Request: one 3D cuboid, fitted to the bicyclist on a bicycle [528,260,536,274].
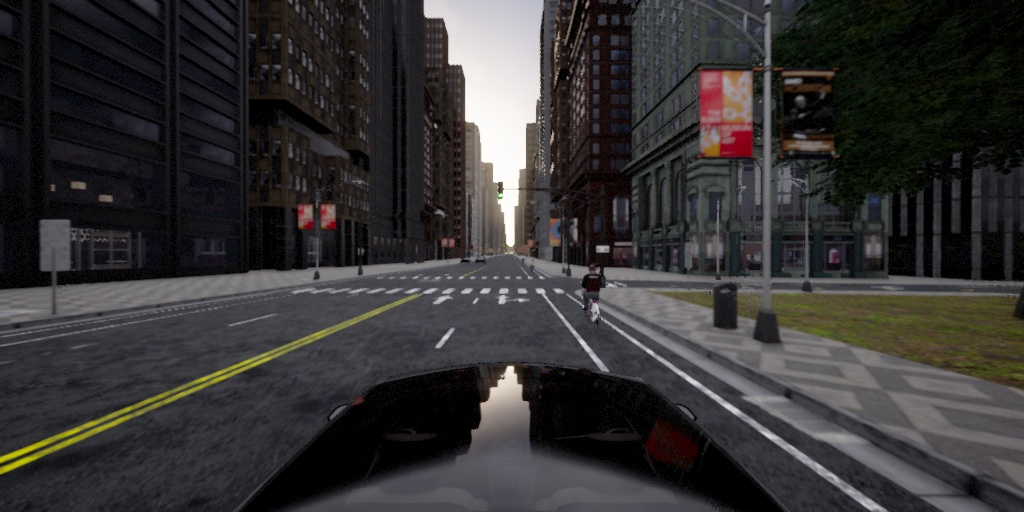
[{"bbox_3d":[2.271,1.201,40.627,0.866,1.612,1.509,0,0,0],"label":"bicyclist on a bicycle"}]

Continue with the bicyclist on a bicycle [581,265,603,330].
[{"bbox_3d":[2.241,1.124,10.214,0.659,1.776,1.843,0,0,0],"label":"bicyclist on a bicycle"}]
